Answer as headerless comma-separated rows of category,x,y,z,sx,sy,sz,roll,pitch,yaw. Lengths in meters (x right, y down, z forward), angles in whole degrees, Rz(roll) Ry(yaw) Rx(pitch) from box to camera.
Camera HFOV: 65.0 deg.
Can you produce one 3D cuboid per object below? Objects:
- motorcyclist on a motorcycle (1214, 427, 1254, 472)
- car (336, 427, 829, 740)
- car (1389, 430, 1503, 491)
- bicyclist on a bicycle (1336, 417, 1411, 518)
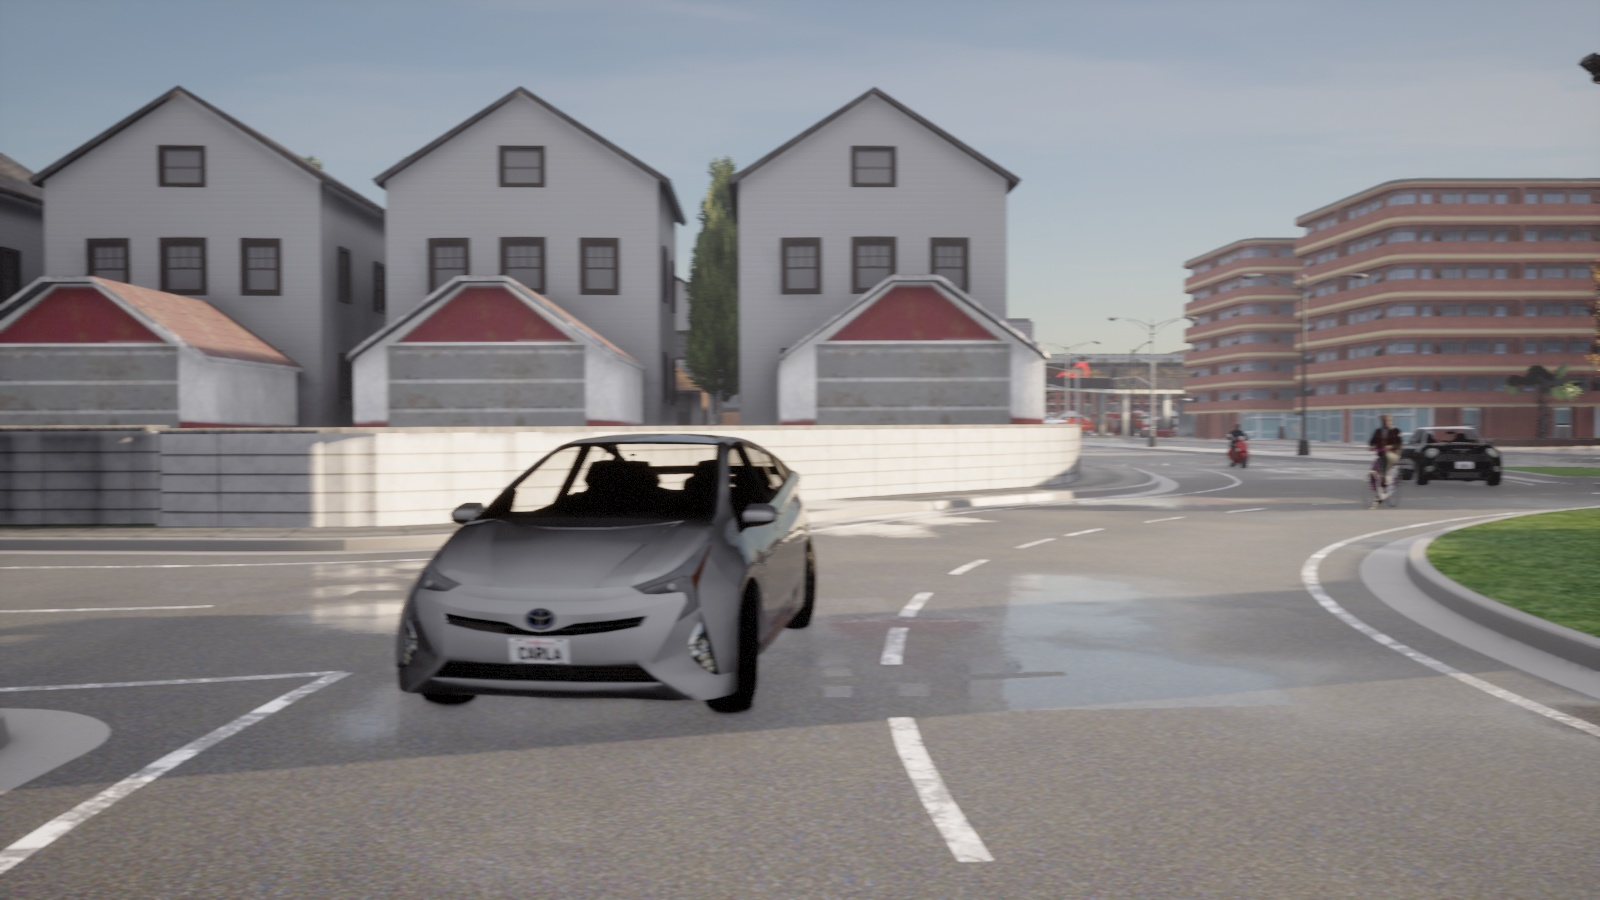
motorcyclist on a motorcycle,15.442,-0.028,44.731,0.866,1.590,1.817,0,1,2
car,-1.056,0.608,8.486,2.007,1.525,4.514,0,1,8
car,16.716,0.217,32.673,1.970,1.475,3.806,0,1,17
bicyclist on a bicycle,10.489,0.290,22.931,0.659,1.776,1.843,1,1,44
